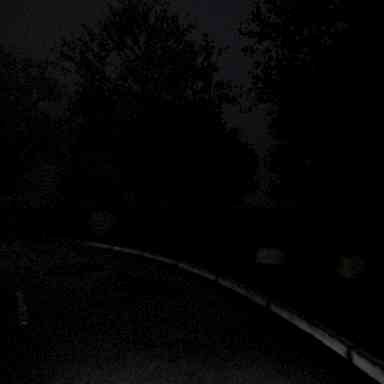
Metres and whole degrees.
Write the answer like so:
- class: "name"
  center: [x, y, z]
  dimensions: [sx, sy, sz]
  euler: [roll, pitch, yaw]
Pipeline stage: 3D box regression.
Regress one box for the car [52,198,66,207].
- class: "car"
  center: [-21.341, 1.675, 56.039]
  dimensions: [1.837, 1.490, 4.892]
  euler: [0, 0, 0]
